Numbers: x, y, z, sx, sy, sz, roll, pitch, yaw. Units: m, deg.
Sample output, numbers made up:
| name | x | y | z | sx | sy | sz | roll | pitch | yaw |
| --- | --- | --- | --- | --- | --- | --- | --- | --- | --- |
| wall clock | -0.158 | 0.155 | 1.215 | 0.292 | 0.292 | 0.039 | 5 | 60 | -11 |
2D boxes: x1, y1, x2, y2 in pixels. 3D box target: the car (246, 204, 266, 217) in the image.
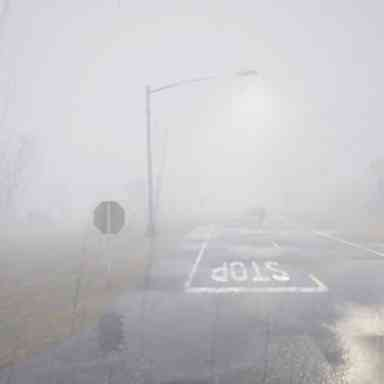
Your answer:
| name | x | y | z | sx | sy | sz | roll | pitch | yaw |
| --- | --- | --- | --- | --- | --- | --- | --- | --- | --- |
| car | 8.589 | 2.445 | 43.890 | 1.882 | 1.535 | 5.008 | -2 | -2 | 6 |

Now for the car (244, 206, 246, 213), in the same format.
| name | x | y | z | sx | sy | sz | roll | pitch | yaw |
| --- | --- | --- | --- | --- | --- | --- | --- | --- | --- |
| car | 9.603 | 2.707 | 54.102 | 1.882 | 1.535 | 5.008 | -2 | -1 | 6 |
